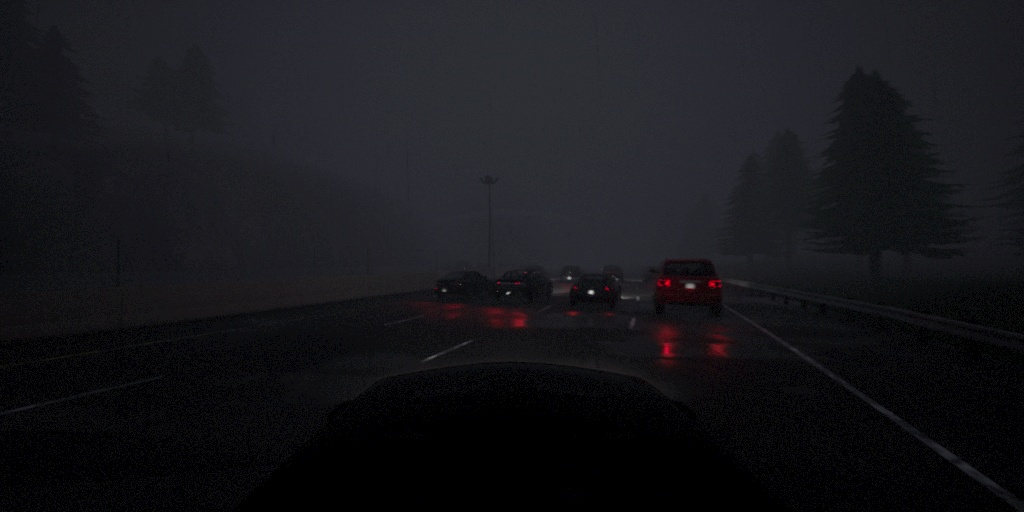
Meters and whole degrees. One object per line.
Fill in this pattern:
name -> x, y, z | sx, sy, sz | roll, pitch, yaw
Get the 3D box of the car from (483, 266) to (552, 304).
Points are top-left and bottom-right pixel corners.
car -> 0.670, 1.431, 17.888 | 2.128, 1.511, 4.902 | 0, -1, 20

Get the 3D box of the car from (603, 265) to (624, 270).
car -> 9.083, 1.570, 32.500 | 1.882, 1.535, 5.008 | 0, 0, 16

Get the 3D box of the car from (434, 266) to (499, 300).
car -> -2.465, 1.488, 19.501 | 1.812, 1.442, 4.674 | 0, 0, 20

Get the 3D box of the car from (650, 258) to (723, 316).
car -> 6.886, 1.112, 14.502 | 2.150, 2.045, 5.566 | 0, 0, 20

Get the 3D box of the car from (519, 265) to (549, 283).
car -> 2.170, 1.628, 33.768 | 1.837, 1.490, 4.892 | 0, 0, 16

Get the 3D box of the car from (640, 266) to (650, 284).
car -> 12.238, 1.575, 30.792 | 1.837, 1.490, 4.892 | 0, 0, 16

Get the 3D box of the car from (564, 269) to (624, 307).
car -> 3.930, 1.481, 16.611 | 1.994, 1.385, 4.181 | 0, -1, 20

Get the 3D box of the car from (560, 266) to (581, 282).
car -> 5.523, 1.610, 32.764 | 1.837, 1.490, 4.892 | 0, 0, 16
